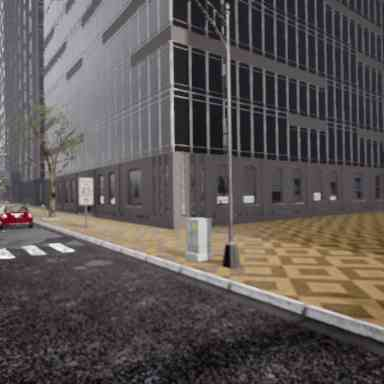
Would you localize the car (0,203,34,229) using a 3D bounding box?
[{"bbox_3d":[-11.915,1.526,22.151,1.967,1.590,4.097,1,-1,-36],"label":"car"}]
